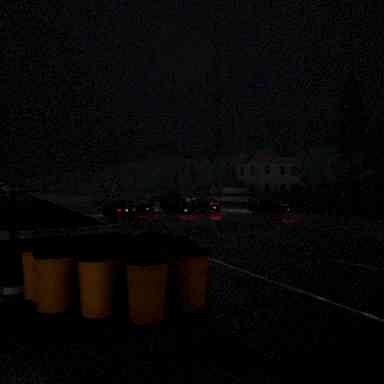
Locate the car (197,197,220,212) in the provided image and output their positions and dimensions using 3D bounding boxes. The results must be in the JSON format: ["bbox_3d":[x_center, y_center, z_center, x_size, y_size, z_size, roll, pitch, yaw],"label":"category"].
[{"bbox_3d":[1.215,1.362,36.427,1.837,1.490,4.892,0,0,-28],"label":"car"}]

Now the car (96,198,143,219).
[{"bbox_3d":[-6.207,1.459,27.945,2.033,1.411,5.357,0,0,-28],"label":"car"}]

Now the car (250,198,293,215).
[{"bbox_3d":[7.514,1.347,31.909,2.128,1.511,4.902,0,0,-28],"label":"car"}]

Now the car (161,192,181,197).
[{"bbox_3d":[-3.529,1.030,53.082,2.150,2.045,5.566,0,0,-28],"label":"car"}]

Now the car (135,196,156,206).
[{"bbox_3d":[-7.416,1.347,52.998,1.812,1.442,4.674,0,0,-28],"label":"car"}]

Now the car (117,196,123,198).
[{"bbox_3d":[-10.728,1.313,51.778,1.882,1.535,5.008,0,0,-28],"label":"car"}]

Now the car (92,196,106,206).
[{"bbox_3d":[-13.629,1.377,49.773,1.812,1.442,4.674,0,0,-28],"label":"car"}]

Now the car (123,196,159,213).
[{"bbox_3d":[-5.310,1.413,33.800,1.812,1.442,4.674,0,0,-28],"label":"car"}]

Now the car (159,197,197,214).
[{"bbox_3d":[-1.637,1.475,34.328,1.895,1.301,4.718,0,0,-28],"label":"car"}]
